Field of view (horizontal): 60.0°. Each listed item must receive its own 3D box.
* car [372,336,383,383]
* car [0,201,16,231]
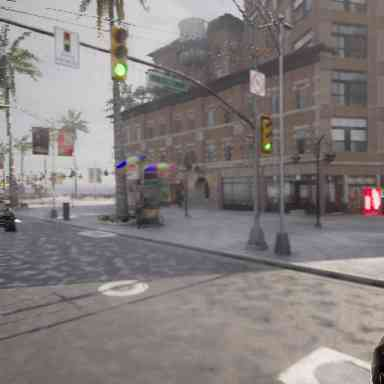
[{"bbox_3d":[4.008,1.162,1.513,2.150,2.045,5.566,-1,1,-42],"label":"car"},{"bbox_3d":[-11.639,1.243,18.855,2.097,1.767,4.553,-1,1,-42],"label":"car"}]
